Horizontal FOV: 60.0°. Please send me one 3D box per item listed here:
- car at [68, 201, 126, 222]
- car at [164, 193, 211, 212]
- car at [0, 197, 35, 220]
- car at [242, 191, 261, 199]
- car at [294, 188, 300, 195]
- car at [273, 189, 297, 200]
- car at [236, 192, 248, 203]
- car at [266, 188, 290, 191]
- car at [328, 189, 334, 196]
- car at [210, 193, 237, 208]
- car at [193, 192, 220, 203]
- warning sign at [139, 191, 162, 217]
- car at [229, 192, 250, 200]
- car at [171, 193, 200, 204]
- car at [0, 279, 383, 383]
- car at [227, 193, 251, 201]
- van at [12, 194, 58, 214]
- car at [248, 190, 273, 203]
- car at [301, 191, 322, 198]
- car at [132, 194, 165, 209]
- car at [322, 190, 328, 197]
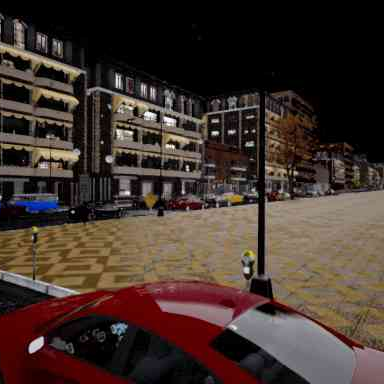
[{"bbox_3d":[-6.696,1.329,23.737,1.947,1.339,4.313,2,2,35],"label":"car"},{"bbox_3d":[-0.346,1.132,32.885,1.887,1.381,4.507,2,2,35],"label":"car"},{"bbox_3d":[-14.309,1.336,23.261,2.033,1.411,5.357,1,1,39],"label":"car"},{"bbox_3d":[11.728,0.525,64.972,1.752,1.417,4.829,2,2,35],"label":"car"},{"bbox_3d":[24.530,-0.030,83.405,2.192,1.841,5.009,2,2,35],"label":"car"},{"bbox_3d":[15.631,0.675,55.899,1.752,1.417,4.829,2,2,35],"label":"car"},{"bbox_3d":[5.458,0.825,45.827,1.882,1.535,5.008,1,1,35],"label":"car"},{"bbox_3d":[15.732,0.420,60.605,2.097,1.767,4.553,1,1,34],"label":"car"},{"bbox_3d":[34.588,0.079,83.205,1.967,1.590,4.097,2,2,35],"label":"car"},{"bbox_3d":[2.830,1.050,37.460,2.008,1.369,4.403,2,2,35],"label":"car"},{"bbox_3d":[2.298,0.808,51.389,2.008,1.369,4.403,2,2,35],"label":"car"},{"bbox_3d":[-3.079,0.851,24.818,1.300,1.860,1.060,-1,0,35],"label":"warning sign"},{"bbox_3d":[8.649,0.650,60.539,1.947,1.339,4.313,2,2,35],"label":"car"},{"bbox_3d":[-0.878,0.910,46.814,1.947,1.339,4.313,2,2,35],"label":"car"},{"bbox_3d":[-0.318,1.544,3.094,4.507,1.381,1.887,0,0,36],"label":"car"},{"bbox_3d":[7.759,0.791,54.559,1.895,1.301,4.718,1,1,35],"label":"car"},{"bbox_3d":[-13.578,1.035,28.510,1.690,1.788,3.998,2,2,35],"label":"van"},{"bbox_3d":[9.182,0.876,46.610,2.008,1.369,4.403,2,2,35],"label":"car"},{"bbox_3d":[25.061,0.446,69.484,2.008,1.369,4.403,2,2,35],"label":"car"},{"bbox_3d":[-4.512,1.001,37.053,1.882,1.535,5.008,1,1,35],"label":"car"},{"bbox_3d":[28.236,0.360,74.058,2.008,1.369,4.403,2,2,35],"label":"car"}]
